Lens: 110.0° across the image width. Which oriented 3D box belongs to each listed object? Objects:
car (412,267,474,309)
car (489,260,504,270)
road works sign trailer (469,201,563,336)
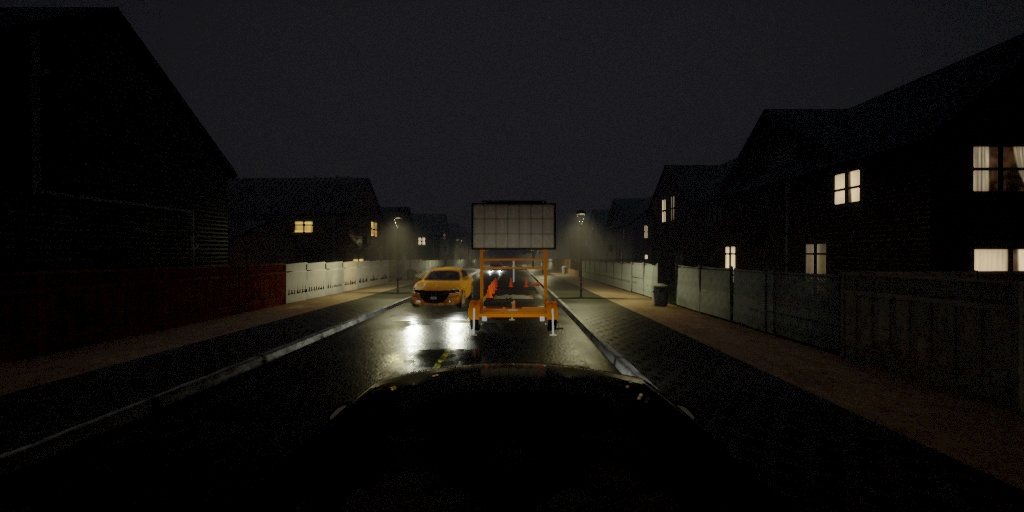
[{"bbox_3d":[-2.785,1.231,15.288,1.882,1.535,5.008,0,0,0],"label":"car"},{"bbox_3d":[-2.577,1.509,55.479,1.895,1.301,4.718,0,0,0],"label":"car"},{"bbox_3d":[0.049,0.214,10.396,2.380,3.560,2.880,0,0,1],"label":"road works sign trailer"}]
